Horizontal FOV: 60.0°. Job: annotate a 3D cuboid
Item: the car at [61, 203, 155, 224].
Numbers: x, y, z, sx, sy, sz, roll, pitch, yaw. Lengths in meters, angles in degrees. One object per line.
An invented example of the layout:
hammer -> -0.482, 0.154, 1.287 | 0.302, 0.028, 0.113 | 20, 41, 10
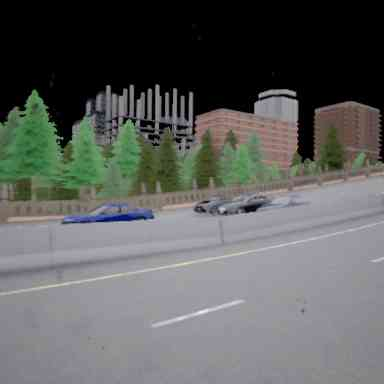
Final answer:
car -> -4.434, 1.392, 17.977 | 5.008, 1.535, 1.882 | -2, 1, -35

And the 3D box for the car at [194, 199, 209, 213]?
car -> 2.186, 0.975, 26.869 | 4.181, 1.385, 1.994 | -5, 3, -35

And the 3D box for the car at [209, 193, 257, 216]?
car -> 4.015, 0.904, 23.942 | 4.902, 1.511, 2.128 | -5, 3, -35

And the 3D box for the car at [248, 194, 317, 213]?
car -> 6.085, 0.946, 21.056 | 4.674, 1.442, 1.812 | -5, 3, -35
